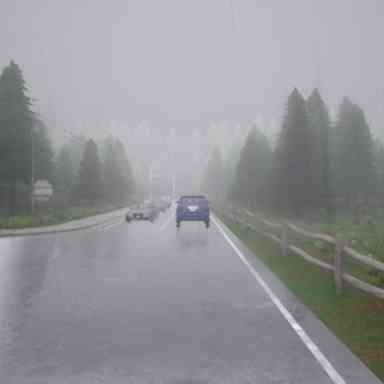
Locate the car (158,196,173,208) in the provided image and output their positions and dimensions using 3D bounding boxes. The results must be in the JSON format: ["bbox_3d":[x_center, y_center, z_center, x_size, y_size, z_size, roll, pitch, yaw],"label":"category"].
[{"bbox_3d":[-4.011,1.325,45.465,2.097,1.767,4.553,0,0,-2],"label":"car"}]

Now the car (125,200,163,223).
[{"bbox_3d":[-3.691,1.545,25.229,1.994,1.385,4.181,0,0,2],"label":"car"}]

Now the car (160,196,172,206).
[{"bbox_3d":[-4.304,1.491,55.893,1.812,1.442,4.674,0,0,-2],"label":"car"}]

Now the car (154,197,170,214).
[{"bbox_3d":[-3.759,1.537,35.514,1.994,1.385,4.181,0,0,-1],"label":"car"}]

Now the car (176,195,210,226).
[{"bbox_3d":[0.051,1.204,23.093,2.150,2.045,5.566,0,0,0],"label":"car"}]
